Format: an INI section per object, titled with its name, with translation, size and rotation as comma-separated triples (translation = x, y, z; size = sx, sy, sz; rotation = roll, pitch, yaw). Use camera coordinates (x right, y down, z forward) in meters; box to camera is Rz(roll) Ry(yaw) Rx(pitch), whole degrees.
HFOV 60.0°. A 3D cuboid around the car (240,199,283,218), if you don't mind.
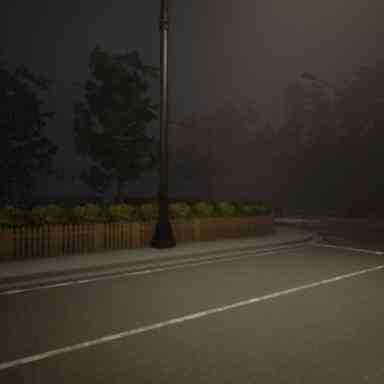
[car]
translation = 6.189, 1.439, 30.728
size = 2.097, 1.767, 4.553
rotation = 0, 0, -36
